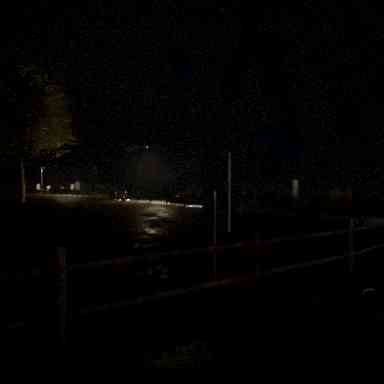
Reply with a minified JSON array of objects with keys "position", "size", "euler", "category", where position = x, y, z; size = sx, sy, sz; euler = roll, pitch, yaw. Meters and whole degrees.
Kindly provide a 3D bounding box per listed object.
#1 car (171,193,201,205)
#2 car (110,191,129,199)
[{"position":[-0.741,0.807,39.005],"size":[1.994,1.385,4.181],"euler":[1,1,-36],"category":"car"},{"position":[-11.894,0.511,54.748],"size":[1.994,1.385,4.181],"euler":[1,1,-36],"category":"car"}]
